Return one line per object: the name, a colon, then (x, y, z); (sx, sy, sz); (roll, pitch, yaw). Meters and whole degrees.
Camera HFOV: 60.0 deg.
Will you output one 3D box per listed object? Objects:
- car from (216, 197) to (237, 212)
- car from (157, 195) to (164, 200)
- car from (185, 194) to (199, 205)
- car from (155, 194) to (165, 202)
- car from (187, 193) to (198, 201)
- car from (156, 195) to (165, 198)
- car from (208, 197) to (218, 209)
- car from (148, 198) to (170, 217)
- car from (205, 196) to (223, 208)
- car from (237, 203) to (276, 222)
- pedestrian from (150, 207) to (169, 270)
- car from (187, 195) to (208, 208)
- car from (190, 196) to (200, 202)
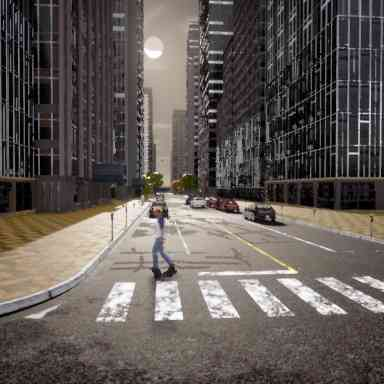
car: (4.224, 1.570, 37.478); (1.802, 1.307, 4.206); (-1, 0, -5)
car: (-8.772, 1.589, 92.978); (1.802, 1.307, 4.206); (-1, 0, -5)
car: (-0.096, 1.554, 57.898); (1.994, 1.385, 4.181); (0, 0, -5)
car: (-7.220, 1.311, 76.104); (2.192, 1.841, 5.009); (-1, 0, -5)
car: (0.073, 1.316, 82.478); (2.192, 1.841, 5.009); (-1, 0, -5)
car: (-4.091, 1.512, 42.187); (1.752, 1.417, 4.829); (-1, 0, -5)
car: (3.705, 1.533, 43.103); (1.887, 1.381, 4.507); (-1, 0, -5)
car: (-3.070, 1.553, 31.107); (1.947, 1.339, 4.313); (-1, 0, -5)
car: (3.185, 1.429, 48.728); (1.967, 1.590, 4.097); (-1, 0, -5)
car: (5.260, 1.540, 26.229); (2.008, 1.369, 4.403); (-1, 0, -5)
pedestrian: (-0.925, 1.288, 9.484); (0.375, 1.860, 0.375); (-1, 1, -5)
car: (0.818, 1.514, 48.018); (1.812, 1.442, 4.674); (0, 0, -5)
car: (0.595, 1.580, 76.853); (1.802, 1.307, 4.206); (-1, 0, -5)
